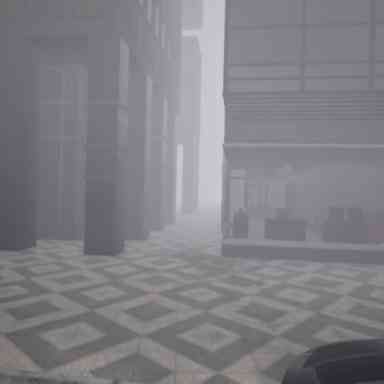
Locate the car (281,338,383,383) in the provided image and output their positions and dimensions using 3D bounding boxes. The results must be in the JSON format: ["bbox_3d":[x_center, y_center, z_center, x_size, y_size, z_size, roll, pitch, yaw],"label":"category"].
[{"bbox_3d":[3.072,1.559,1.954,5.008,1.535,1.882,1,0,7],"label":"car"}]
